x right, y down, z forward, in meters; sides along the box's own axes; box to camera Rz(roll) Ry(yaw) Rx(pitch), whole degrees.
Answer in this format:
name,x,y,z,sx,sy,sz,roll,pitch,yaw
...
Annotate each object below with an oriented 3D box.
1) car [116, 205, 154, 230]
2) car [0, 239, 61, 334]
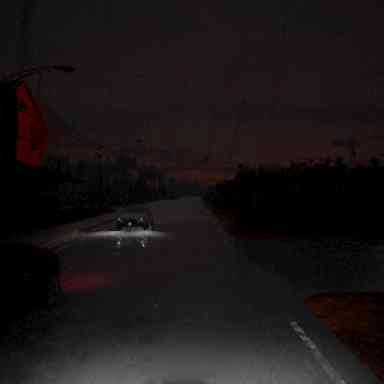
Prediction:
name,x,y,z,sx,sy,sz,roll,pitch,yaw
car,-3.585,1.581,21.572,1.812,1.442,4.674,0,0,0
car,-3.600,1.539,5.185,1.812,1.442,4.674,0,0,0
